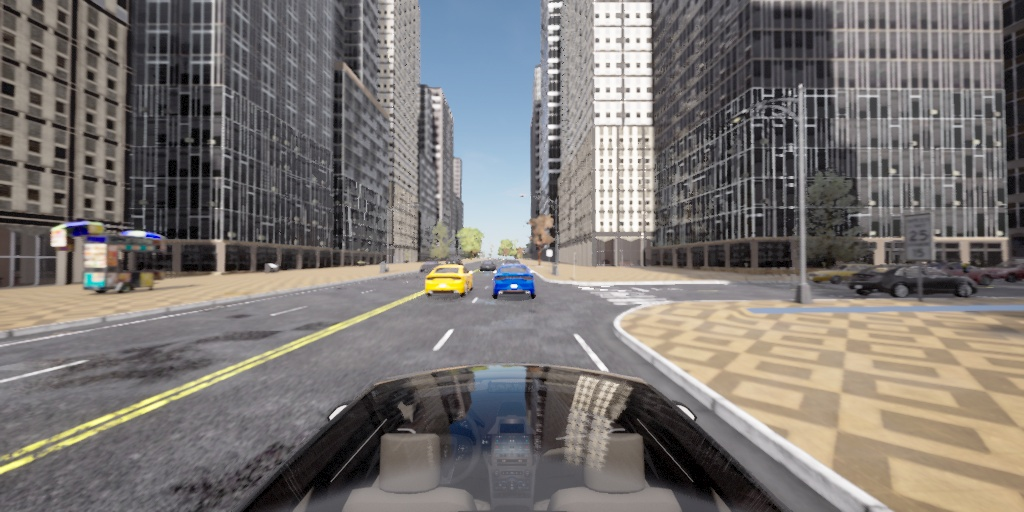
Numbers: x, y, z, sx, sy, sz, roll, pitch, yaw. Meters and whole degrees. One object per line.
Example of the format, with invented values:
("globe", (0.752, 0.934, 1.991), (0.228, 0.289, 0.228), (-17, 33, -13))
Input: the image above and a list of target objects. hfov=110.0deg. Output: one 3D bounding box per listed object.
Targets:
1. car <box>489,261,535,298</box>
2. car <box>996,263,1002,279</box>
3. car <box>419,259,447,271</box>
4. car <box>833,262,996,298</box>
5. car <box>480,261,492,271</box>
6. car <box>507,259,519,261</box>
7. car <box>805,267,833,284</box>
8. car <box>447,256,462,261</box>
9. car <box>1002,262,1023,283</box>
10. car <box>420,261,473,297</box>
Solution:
("car", (0.088, 1.166, 17.745), (1.882, 1.535, 5.008), (-1, -1, 0))
("car", (25.023, 1.065, 20.950), (4.181, 1.385, 1.994), (-1, -1, -1))
("car", (-9.837, 1.317, 43.751), (2.033, 1.411, 5.357), (0, 0, 0))
("car", (16.684, 1.035, 15.043), (4.403, 1.370, 2.007), (0, 0, -1))
("car", (-3.161, 1.335, 48.113), (1.994, 1.385, 4.181), (0, 0, 0))
("car", (0.091, 1.117, 36.960), (2.097, 1.767, 4.553), (0, 0, 0))
("car", (21.964, 1.096, 23.493), (4.829, 1.417, 1.751), (0, 0, -1))
("car", (-9.783, 1.000, 60.862), (2.150, 2.045, 5.566), (0, 0, 1))
("car", (33.252, 1.048, 23.643), (4.207, 1.307, 1.802), (0, 0, -1))
("car", (-3.164, 1.211, 18.879), (1.882, 1.535, 5.008), (0, 0, 0))
